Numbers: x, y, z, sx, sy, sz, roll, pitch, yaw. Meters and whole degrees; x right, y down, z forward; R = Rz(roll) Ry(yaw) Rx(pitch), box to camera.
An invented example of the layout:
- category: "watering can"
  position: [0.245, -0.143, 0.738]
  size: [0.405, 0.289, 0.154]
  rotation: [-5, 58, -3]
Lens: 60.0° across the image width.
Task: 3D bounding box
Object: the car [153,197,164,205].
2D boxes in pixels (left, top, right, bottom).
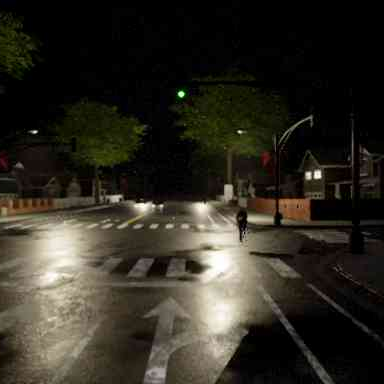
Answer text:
- category: "car"
  position: [-6.523, 1.712, 64.790]
  size: [1.812, 1.442, 4.674]
  rotation: [0, 0, 0]

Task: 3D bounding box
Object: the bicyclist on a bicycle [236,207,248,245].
- category: "bicyclist on a bicycle"
  position: [2.238, 1.498, 14.816]
  size: [0.582, 1.620, 1.656]
  rotation: [0, 0, 0]

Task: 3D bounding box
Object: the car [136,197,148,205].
- category: "car"
  position: [-9.772, 1.717, 64.788]
  size: [1.837, 1.490, 4.892]
  rotation: [0, 0, 0]

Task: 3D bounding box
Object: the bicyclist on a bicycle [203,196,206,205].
- category: "bicyclist on a bicycle"
  position: [2.227, 1.528, 58.629]
  size: [0.659, 1.776, 1.843]
  rotation: [0, 0, 0]
